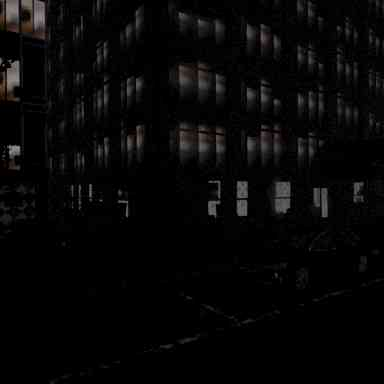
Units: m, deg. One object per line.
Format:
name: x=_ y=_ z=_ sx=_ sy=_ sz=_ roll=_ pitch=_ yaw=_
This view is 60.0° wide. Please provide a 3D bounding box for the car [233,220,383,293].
car: x=3.023 y=1.549 z=8.719 sx=4.403 sy=1.369 sz=2.008 roll=0 pitch=-1 yaw=-35
